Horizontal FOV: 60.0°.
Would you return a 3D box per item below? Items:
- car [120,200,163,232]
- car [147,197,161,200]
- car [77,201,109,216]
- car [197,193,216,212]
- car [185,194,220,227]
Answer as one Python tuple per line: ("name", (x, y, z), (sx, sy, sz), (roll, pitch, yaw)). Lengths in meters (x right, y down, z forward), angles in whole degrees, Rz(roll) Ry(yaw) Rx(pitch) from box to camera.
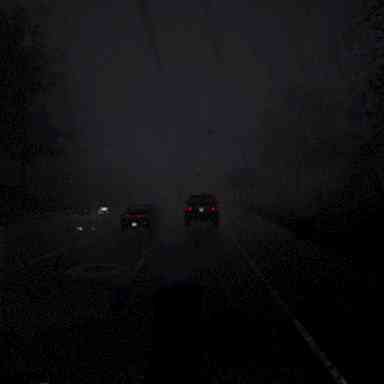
("car", (-2.929, 1.479, 19.927), (2.128, 1.511, 4.902), (0, 0, 2))
("car", (-5.068, 1.465, 43.511), (2.128, 1.511, 4.902), (0, 0, 5))
("car", (-9.478, 1.541, 32.040), (1.994, 1.385, 4.181), (0, 0, 4))
("car", (1.862, 1.200, 40.390), (2.150, 2.045, 5.566), (0, 0, 5))
("car", (0.697, 1.205, 22.801), (2.150, 2.045, 5.566), (0, -1, 3))
